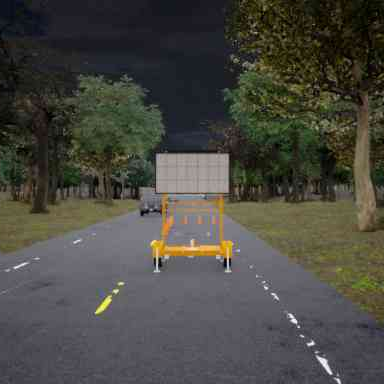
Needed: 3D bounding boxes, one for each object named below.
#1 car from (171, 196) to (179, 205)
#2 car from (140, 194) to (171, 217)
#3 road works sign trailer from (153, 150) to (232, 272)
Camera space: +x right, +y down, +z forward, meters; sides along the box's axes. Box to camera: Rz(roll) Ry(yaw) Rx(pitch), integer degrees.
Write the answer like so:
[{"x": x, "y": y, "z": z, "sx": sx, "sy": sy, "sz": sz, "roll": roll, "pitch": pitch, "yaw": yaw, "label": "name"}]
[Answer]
[{"x": -3.392, "y": 1.447, "z": 58.286, "sx": 1.837, "sy": 1.490, "sz": 4.892, "roll": 0, "pitch": 0, "yaw": 0, "label": "car"}, {"x": -3.542, "y": 1.209, "z": 31.580, "sx": 2.150, "sy": 2.045, "sz": 5.566, "roll": 0, "pitch": 0, "yaw": 0, "label": "car"}, {"x": 0.019, "y": 0.464, "z": 10.721, "sx": 2.380, "sy": 3.560, "sz": 2.880, "roll": 0, "pitch": 0, "yaw": 0, "label": "road works sign trailer"}]
